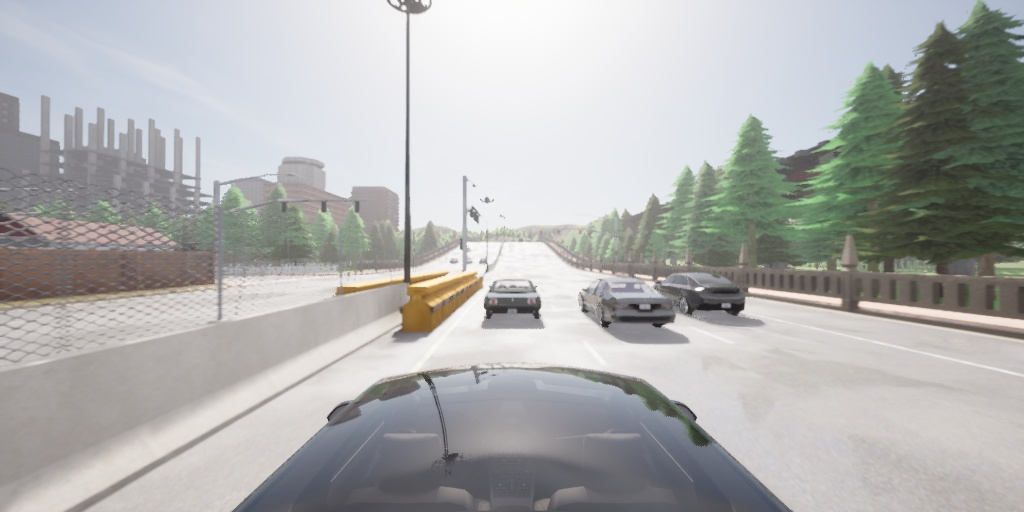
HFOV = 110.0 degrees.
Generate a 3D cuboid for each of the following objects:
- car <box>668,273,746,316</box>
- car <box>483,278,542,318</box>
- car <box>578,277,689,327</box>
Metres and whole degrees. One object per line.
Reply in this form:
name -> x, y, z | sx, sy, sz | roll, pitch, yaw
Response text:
car -> 7.044, 1.396, 14.168 | 1.837, 1.490, 4.892 | 0, 0, 1
car -> 0.037, 1.484, 13.520 | 1.895, 1.301, 4.718 | 0, -1, 1
car -> 3.520, 1.413, 11.971 | 2.033, 1.411, 5.357 | 0, -1, 0
